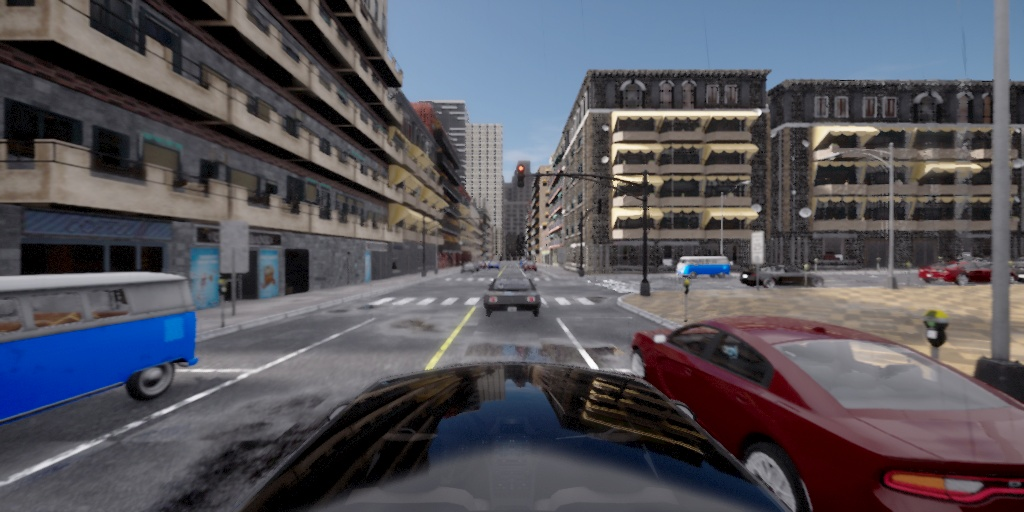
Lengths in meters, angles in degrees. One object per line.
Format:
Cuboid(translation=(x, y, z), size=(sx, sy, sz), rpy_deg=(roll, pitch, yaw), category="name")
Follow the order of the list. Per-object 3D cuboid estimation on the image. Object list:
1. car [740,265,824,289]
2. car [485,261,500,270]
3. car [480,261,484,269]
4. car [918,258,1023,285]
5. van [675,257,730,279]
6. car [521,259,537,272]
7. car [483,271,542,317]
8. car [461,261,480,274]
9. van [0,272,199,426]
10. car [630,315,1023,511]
Cuboid(translation=(15.767, 1.190, 21.074), size=(4.313, 1.339, 1.948), rpy_deg=(0, 0, -1), category="car")
Cuboid(translation=(-3.066, 1.586, 60.635), size=(1.882, 1.535, 5.008), rpy_deg=(0, 0, 1), category="car")
Cuboid(translation=(-5.707, 1.623, 52.857), size=(1.948, 1.339, 4.313), rpy_deg=(0, 0, 0), category="car")
Cuboid(translation=(26.902, 0.995, 21.235), size=(4.507, 1.381, 1.888), rpy_deg=(0, 0, -1), category="car")
Cuboid(translation=(15.646, 0.944, 29.454), size=(3.998, 1.789, 1.690), rpy_deg=(0, 0, -1), category="van")
Cuboid(translation=(2.674, 1.498, 52.854), size=(1.967, 1.591, 4.097), rpy_deg=(0, 0, 0), category="car")
Cuboid(translation=(0.027, 1.418, 13.586), size=(1.895, 1.301, 4.718), rpy_deg=(0, 0, 0), category="car")
Cuboid(translation=(-5.705, 1.572, 47.330), size=(2.007, 1.370, 4.403), rpy_deg=(0, 0, 0), category="car")
Cuboid(translation=(-5.693, 1.103, 3.855), size=(1.690, 1.789, 3.998), rpy_deg=(0, 0, 0), category="van")
Cuboid(translation=(2.687, 1.307, 3.856), size=(1.888, 1.381, 4.507), rpy_deg=(0, 0, 0), category="car")
